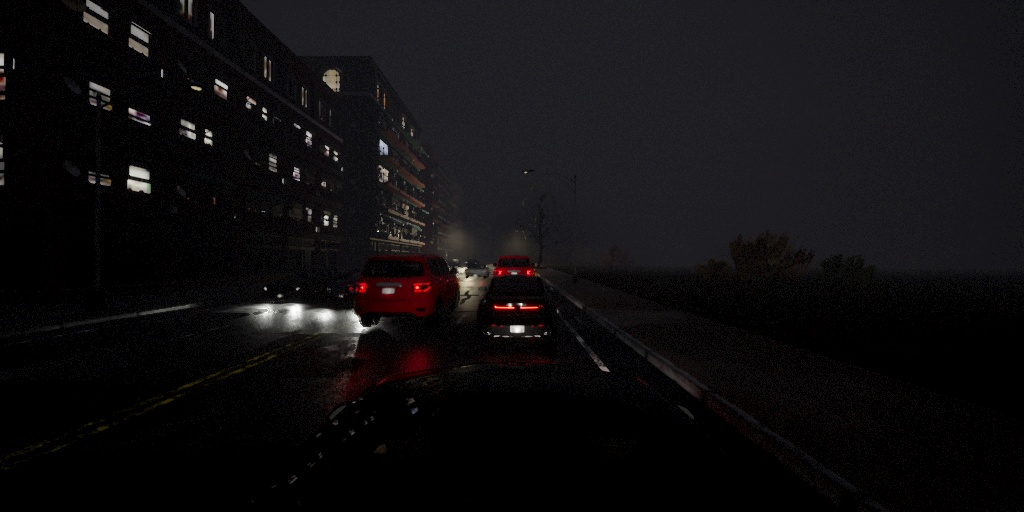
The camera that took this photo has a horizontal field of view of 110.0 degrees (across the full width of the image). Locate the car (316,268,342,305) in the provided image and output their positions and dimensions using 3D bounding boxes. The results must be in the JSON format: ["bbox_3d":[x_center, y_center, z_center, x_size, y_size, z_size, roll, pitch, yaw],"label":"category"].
[{"bbox_3d":[-6.586,1.278,16.207,1.812,1.442,4.674,0,0,0],"label":"car"}]

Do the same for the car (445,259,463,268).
[{"bbox_3d":[-9.775,1.244,60.672,2.128,1.511,4.902,0,0,0],"label":"car"}]

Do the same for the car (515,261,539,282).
[{"bbox_3d":[1.163,1.209,30.551,1.801,1.575,5.366,0,0,0],"label":"car"}]

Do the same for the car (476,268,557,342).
[{"bbox_3d":[0.109,1.256,9.796,1.837,1.490,4.892,0,0,0],"label":"car"}]

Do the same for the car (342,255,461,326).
[{"bbox_3d":[-3.141,0.974,11.800,2.150,2.045,5.566,0,0,0],"label":"car"}]

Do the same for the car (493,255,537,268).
[{"bbox_3d":[0.116,0.974,20.143,2.150,2.045,5.566,0,0,0],"label":"car"}]

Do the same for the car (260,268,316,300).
[{"bbox_3d":[-9.836,1.299,17.847,2.033,1.411,5.357,0,0,0],"label":"car"}]

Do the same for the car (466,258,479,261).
[{"bbox_3d":[-6.531,1.102,59.559,2.097,1.767,4.553,0,0,0],"label":"car"}]

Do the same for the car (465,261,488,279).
[{"bbox_3d":[-3.123,1.354,32.911,1.895,1.301,4.718,0,0,0],"label":"car"}]
